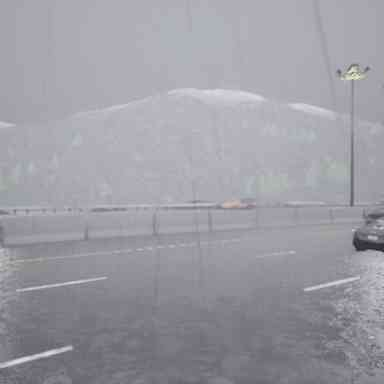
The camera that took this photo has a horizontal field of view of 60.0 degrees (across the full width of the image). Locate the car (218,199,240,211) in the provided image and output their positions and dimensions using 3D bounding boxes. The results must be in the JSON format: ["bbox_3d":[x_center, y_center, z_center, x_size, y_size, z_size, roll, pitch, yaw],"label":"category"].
[{"bbox_3d":[5.162,1.639,31.368,4.718,1.301,1.895,0,0,-27],"label":"car"}]

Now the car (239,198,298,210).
[{"bbox_3d":[6.870,1.536,28.296,4.902,1.511,2.128,0,0,-27],"label":"car"}]

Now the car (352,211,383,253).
[{"bbox_3d":[8.166,1.605,12.840,4.181,1.385,1.994,0,0,-30],"label":"car"}]

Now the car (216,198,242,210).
[{"bbox_3d":[5.293,1.393,35.342,4.553,1.767,2.097,0,0,-26],"label":"car"}]

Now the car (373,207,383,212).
[{"bbox_3d":[11.966,1.566,18.896,4.892,1.490,1.837,0,0,-28],"label":"car"}]

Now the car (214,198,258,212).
[{"bbox_3d":[5.228,1.521,39.227,5.008,1.535,1.882,0,0,-26],"label":"car"}]
